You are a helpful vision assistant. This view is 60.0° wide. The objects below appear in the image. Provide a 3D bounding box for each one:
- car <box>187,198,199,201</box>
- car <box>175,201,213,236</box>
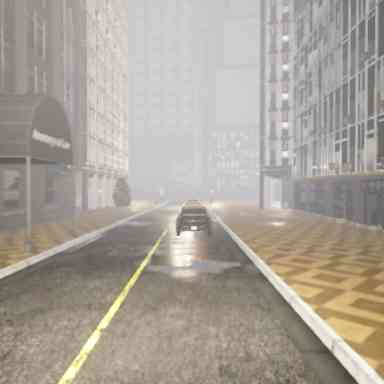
[{"bbox_3d":[0.105,1.476,39.298,1.882,1.535,5.008,0,0,0],"label":"car"},{"bbox_3d":[0.103,1.499,18.538,1.837,1.490,4.892,0,0,0],"label":"car"}]
